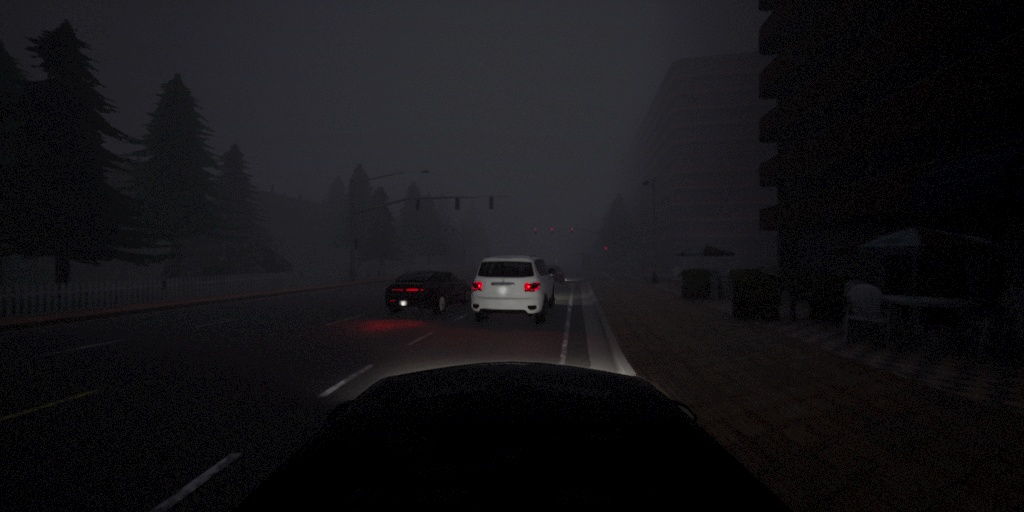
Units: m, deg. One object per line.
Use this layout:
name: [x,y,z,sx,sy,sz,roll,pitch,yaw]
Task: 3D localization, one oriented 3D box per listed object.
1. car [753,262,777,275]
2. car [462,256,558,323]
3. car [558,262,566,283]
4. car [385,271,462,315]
car: [28.830,1.408,38.832,4.902,1.511,2.128,0,0,11]
car: [0.242,1.009,12.527,2.150,2.045,5.566,0,0,11]
car: [3.162,1.409,28.648,1.994,1.385,4.181,0,0,11]
car: [-3.053,1.296,13.928,1.837,1.490,4.892,0,-1,11]
